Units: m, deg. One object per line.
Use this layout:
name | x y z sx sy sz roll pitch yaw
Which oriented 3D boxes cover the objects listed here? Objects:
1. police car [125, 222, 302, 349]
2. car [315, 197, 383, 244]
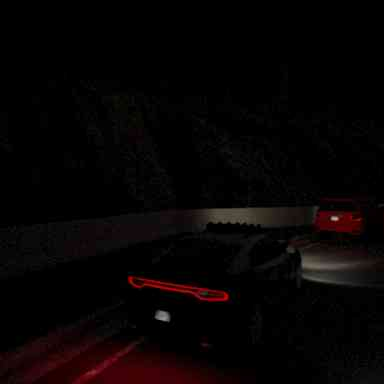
police car | 0.882 1.427 6.626 1.930 1.638 5.238 0 0 29
car | 8.043 1.264 16.473 2.150 2.045 5.566 0 0 43
